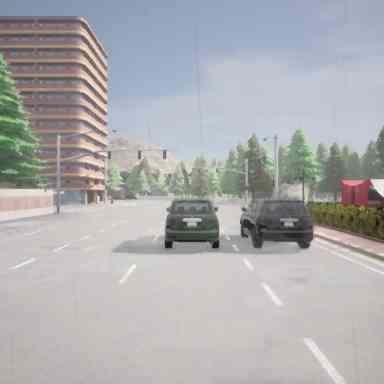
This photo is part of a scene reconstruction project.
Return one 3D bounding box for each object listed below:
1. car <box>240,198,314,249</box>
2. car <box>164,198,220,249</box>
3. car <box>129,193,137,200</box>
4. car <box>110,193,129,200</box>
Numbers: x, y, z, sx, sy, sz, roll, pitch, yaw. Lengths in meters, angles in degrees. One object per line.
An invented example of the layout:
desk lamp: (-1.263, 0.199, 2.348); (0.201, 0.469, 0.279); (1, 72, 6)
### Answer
car: (3.500, 1.255, 14.680); (2.150, 2.045, 5.566); (0, 0, 0)
car: (0.000, 1.255, 14.680); (2.150, 2.045, 5.566); (0, 0, 0)
car: (-18.204, 1.192, 93.714); (5.566, 2.045, 2.150); (0, 0, 31)
car: (-20.294, 1.335, 90.899); (4.553, 1.767, 2.097); (0, 0, 31)
